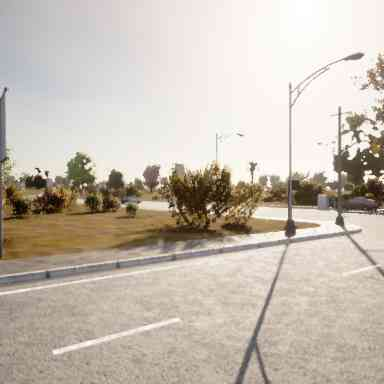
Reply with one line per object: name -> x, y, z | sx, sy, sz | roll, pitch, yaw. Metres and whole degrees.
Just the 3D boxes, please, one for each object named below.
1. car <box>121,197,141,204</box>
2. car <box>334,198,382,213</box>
car -> -11.085, 1.522, 59.220 | 2.033, 1.411, 5.357 | 0, 0, -39
car -> 17.343, 1.335, 34.952 | 1.812, 1.442, 4.674 | 0, 0, -39
